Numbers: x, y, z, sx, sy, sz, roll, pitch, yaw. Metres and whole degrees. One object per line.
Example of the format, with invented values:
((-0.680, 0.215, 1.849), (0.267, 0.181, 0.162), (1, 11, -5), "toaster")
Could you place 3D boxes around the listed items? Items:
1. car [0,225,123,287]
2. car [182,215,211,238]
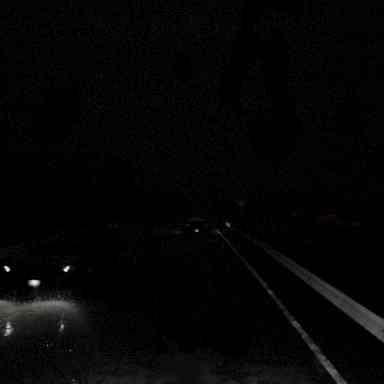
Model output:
((-3.459, 1.720, 10.063), (2.033, 1.411, 5.357), (0, -2, 1), "car")
((0.307, 2.245, 22.446), (1.812, 1.442, 4.674), (0, -2, 1), "car")
